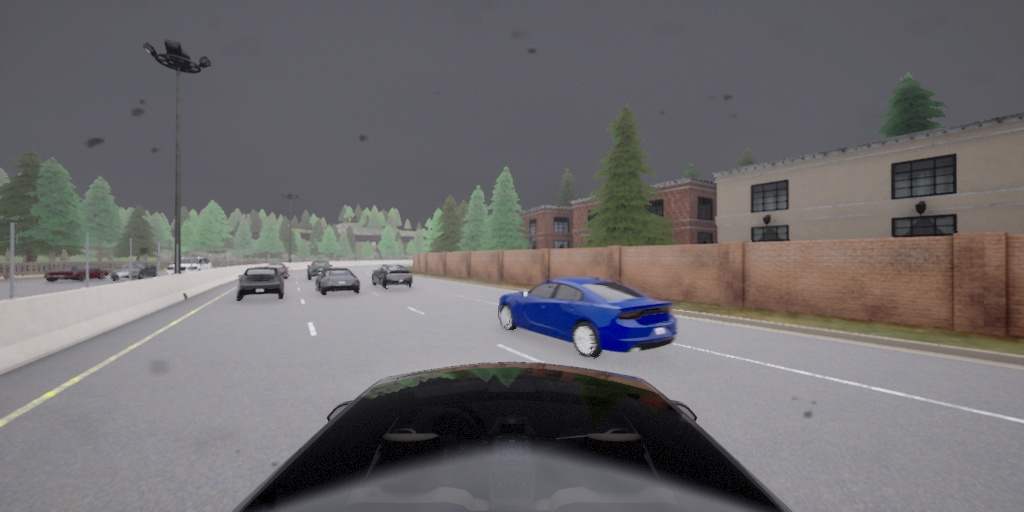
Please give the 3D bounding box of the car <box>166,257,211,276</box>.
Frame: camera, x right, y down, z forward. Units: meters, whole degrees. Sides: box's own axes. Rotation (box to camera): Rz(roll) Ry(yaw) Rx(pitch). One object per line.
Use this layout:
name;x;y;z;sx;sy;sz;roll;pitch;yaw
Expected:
car;-30.240;1.124;33.788;2.150;2.045;5.566;0;-1;-27

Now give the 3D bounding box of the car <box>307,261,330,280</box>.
car;-18.124;1.255;33.878;2.097;1.767;4.553;0;0;-30

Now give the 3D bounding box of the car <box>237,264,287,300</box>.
car;-12.749;1.332;18.366;1.837;1.490;4.892;0;0;-32

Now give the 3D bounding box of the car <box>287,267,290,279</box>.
car;-21.647;1.423;33.000;1.812;1.442;4.674;0;0;-29

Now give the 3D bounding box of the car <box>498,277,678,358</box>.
car;1.473;1.263;8.825;1.882;1.535;5.008;0;0;-32

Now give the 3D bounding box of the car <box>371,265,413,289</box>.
car;-8.168;1.349;24.245;2.128;1.511;4.902;0;0;-32

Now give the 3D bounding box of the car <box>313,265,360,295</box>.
car;-10.134;1.402;20.788;1.994;1.385;4.181;0;-1;-32

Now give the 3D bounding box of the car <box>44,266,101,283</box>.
car;-36.066;1.479;29.815;1.895;1.301;4.718;0;0;-27

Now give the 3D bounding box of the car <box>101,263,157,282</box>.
car;-33.004;1.380;31.510;2.128;1.511;4.902;0;0;-27
